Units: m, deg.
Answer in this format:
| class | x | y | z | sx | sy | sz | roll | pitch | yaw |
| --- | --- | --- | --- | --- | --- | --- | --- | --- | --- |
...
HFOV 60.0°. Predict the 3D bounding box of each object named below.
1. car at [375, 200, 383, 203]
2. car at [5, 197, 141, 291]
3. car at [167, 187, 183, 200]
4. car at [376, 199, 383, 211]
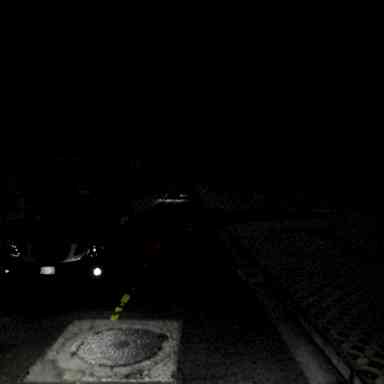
| class | x | y | z | sx | sy | sz | roll | pitch | yaw |
| --- | --- | --- | --- | --- | --- | --- | --- | --- | --- |
| car | 19.088 | 1.431 | 32.403 | 4.181 | 1.385 | 1.994 | 0 | 1 | -32 |
| car | -2.810 | 1.189 | 9.290 | 2.150 | 2.045 | 5.566 | 0 | 0 | 0 |
| car | -2.855 | 0.369 | 52.662 | 1.837 | 1.490 | 4.892 | 0 | 2 | 0 |
| car | 23.732 | 1.451 | 38.846 | 4.718 | 1.301 | 1.895 | 0 | 0 | -33 |
